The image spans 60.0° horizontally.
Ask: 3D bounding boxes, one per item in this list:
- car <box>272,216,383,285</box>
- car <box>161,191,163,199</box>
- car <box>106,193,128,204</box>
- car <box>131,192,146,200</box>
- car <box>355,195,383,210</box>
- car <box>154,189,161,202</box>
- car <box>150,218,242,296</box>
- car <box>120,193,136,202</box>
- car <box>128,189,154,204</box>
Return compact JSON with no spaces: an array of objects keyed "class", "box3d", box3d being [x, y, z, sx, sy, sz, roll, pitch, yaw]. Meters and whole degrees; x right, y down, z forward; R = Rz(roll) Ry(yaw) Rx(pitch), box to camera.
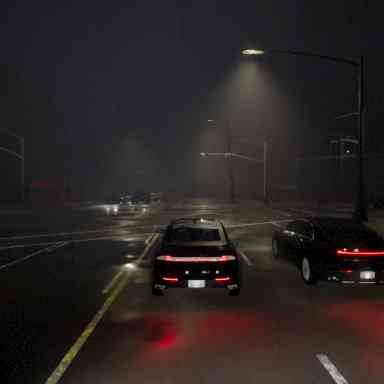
[{"class":"car","box3d":[3.578,1.415,9.209,1.837,1.490,4.892,0,1,0]},{"class":"car","box3d":[-7.206,0.541,67.920,2.150,2.045,5.566,0,0,0]},{"class":"car","box3d":[-10.702,0.898,46.785,2.128,1.511,4.902,0,0,0]},{"class":"car","box3d":[-10.715,0.815,66.453,2.128,1.511,4.902,0,0,0]},{"class":"car","box3d":[19.034,1.039,33.432,4.892,1.490,1.837,0,1,0]},{"class":"car","box3d":[-7.216,0.572,57.484,2.150,2.045,5.566,0,0,0]},{"class":"car","box3d":[0.074,1.409,8.413,2.128,1.511,4.902,0,1,0]},{"class":"car","box3d":[-10.722,0.881,56.050,1.812,1.442,4.674,0,0,0]},{"class":"car","box3d":[-7.191,0.626,47.450,2.150,2.045,5.566,0,0,1]}]
